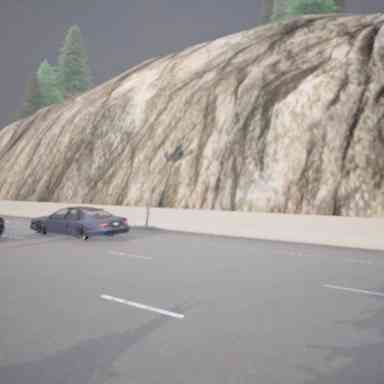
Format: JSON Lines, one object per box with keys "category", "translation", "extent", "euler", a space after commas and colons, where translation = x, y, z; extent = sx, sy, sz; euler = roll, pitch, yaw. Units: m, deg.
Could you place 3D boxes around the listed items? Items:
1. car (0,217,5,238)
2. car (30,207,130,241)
{"category": "car", "translation": [-10.176, 1.320, 14.637], "extent": [4.892, 1.490, 1.837], "euler": [1, 0, 33]}
{"category": "car", "translation": [-5.357, 1.396, 15.664], "extent": [5.357, 1.411, 2.033], "euler": [1, 0, 33]}
